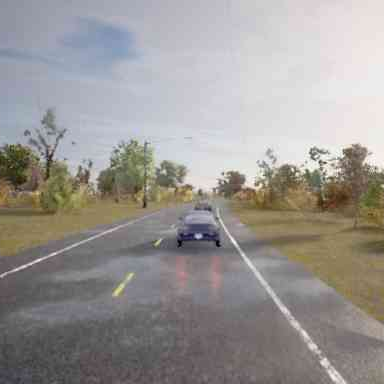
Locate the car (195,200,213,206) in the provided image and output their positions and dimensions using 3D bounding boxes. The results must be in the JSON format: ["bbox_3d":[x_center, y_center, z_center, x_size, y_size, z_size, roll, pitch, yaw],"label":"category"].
[{"bbox_3d":[1.305,1.676,37.994,2.128,1.511,4.902,0,0,4],"label":"car"}]

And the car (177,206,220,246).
[{"bbox_3d":[0.322,1.599,15.593,1.812,1.442,4.674,0,0,1],"label":"car"}]
